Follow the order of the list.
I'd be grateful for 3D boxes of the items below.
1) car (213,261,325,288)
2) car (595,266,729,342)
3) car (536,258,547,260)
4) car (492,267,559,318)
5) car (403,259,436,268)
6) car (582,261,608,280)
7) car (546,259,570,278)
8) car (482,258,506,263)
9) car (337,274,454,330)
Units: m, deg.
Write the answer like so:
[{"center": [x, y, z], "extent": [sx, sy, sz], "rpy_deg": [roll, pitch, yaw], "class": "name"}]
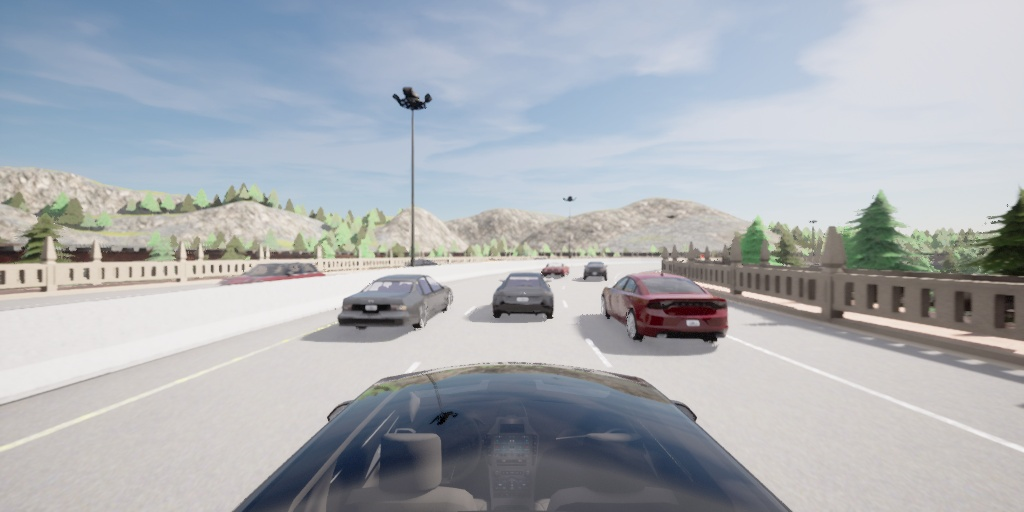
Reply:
[{"center": [-10.023, 1.050, 15.203], "extent": [2.097, 1.767, 4.553], "rpy_deg": [0, 0, 6], "class": "car"}, {"center": [3.769, 1.197, 9.736], "extent": [1.882, 1.535, 5.008], "rpy_deg": [0, 0, 2], "class": "car"}, {"center": [4.692, 1.048, 59.473], "extent": [1.837, 1.490, 4.892], "rpy_deg": [0, 0, 32], "class": "car"}, {"center": [0.474, 1.272, 12.813], "extent": [1.994, 1.385, 4.181], "rpy_deg": [0, 0, 4], "class": "car"}, {"center": [-10.990, 1.098, 42.920], "extent": [1.837, 1.490, 4.892], "rpy_deg": [0, 0, 20], "class": "car"}, {"center": [6.944, 1.169, 29.616], "extent": [1.812, 1.442, 4.674], "rpy_deg": [0, 0, 16], "class": "car"}, {"center": [4.073, 1.233, 32.374], "extent": [1.895, 1.301, 4.718], "rpy_deg": [0, 0, 16], "class": "car"}, {"center": [-2.686, 1.029, 53.368], "extent": [1.882, 1.535, 5.008], "rpy_deg": [0, 0, 27], "class": "car"}, {"center": [-3.203, 1.262, 11.000], "extent": [2.033, 1.411, 5.357], "rpy_deg": [0, 0, 3], "class": "car"}]
